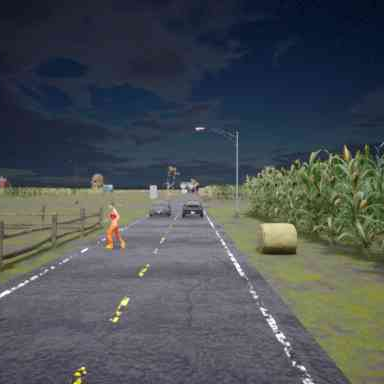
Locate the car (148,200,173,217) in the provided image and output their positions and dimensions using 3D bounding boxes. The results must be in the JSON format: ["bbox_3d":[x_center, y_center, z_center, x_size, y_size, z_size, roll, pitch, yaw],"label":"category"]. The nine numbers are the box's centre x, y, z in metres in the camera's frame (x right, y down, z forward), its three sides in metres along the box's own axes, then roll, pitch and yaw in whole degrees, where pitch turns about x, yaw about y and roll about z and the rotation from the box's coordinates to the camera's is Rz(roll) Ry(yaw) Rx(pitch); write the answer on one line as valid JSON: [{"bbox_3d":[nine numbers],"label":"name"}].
[{"bbox_3d":[-2.841,1.489,30.807,1.837,1.490,4.892,0,0,0],"label":"car"}]

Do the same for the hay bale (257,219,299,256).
[{"bbox_3d":[3.131,1.651,12.278,1.220,1.180,1.240,1,1,0],"label":"hay bale"}]

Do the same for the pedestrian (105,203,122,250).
[{"bbox_3d":[-3.024,1.291,12.863,0.375,1.860,0.375,-1,1,-5],"label":"pedestrian"}]

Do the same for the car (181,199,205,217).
[{"bbox_3d":[0.079,1.490,30.721,1.837,1.490,4.892,0,0,0],"label":"car"}]

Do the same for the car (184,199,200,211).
[{"bbox_3d":[0.038,1.575,41.492,1.895,1.301,4.718,0,0,1],"label":"car"}]
